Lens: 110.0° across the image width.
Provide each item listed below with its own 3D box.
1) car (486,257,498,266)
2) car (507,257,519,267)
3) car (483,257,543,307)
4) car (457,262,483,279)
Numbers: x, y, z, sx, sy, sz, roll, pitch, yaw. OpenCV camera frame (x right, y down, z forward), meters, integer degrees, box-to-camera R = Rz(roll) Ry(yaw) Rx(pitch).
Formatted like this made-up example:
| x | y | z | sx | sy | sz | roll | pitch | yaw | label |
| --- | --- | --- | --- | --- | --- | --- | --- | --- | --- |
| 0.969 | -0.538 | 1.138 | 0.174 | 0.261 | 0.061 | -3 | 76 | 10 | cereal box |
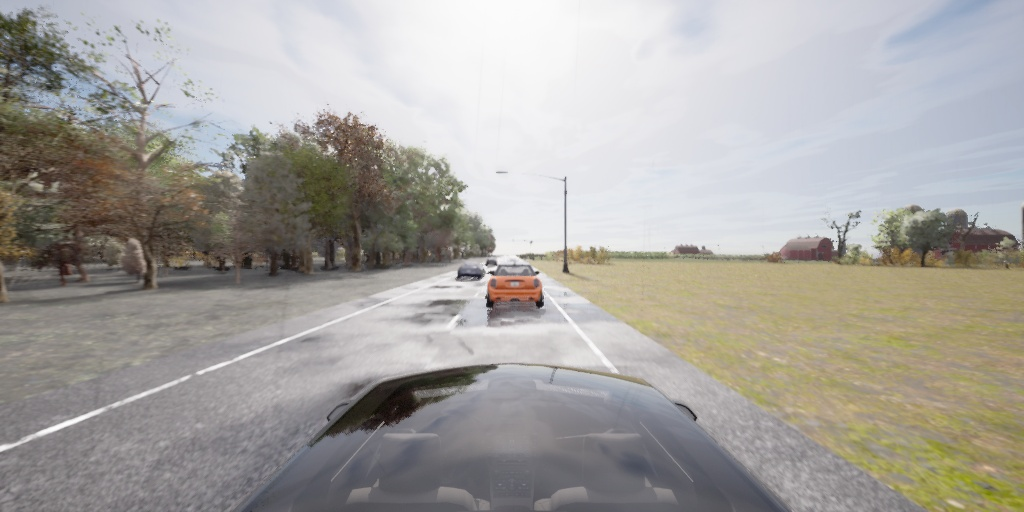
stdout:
| x | y | z | sx | sy | sz | roll | pitch | yaw | label |
| --- | --- | --- | --- | --- | --- | --- | --- | --- | --- |
| -3.377 | 0.913 | 60.434 | 1.812 | 1.442 | 4.674 | 0 | 0 | 0 | car |
| 0.120 | 0.951 | 55.032 | 1.812 | 1.442 | 4.674 | 0 | 0 | 0 | car |
| 0.106 | 1.024 | 15.076 | 2.097 | 1.767 | 4.553 | 0 | 0 | 0 | car |
| -3.388 | 1.143 | 30.130 | 1.994 | 1.385 | 4.181 | 0 | 0 | 0 | car |
